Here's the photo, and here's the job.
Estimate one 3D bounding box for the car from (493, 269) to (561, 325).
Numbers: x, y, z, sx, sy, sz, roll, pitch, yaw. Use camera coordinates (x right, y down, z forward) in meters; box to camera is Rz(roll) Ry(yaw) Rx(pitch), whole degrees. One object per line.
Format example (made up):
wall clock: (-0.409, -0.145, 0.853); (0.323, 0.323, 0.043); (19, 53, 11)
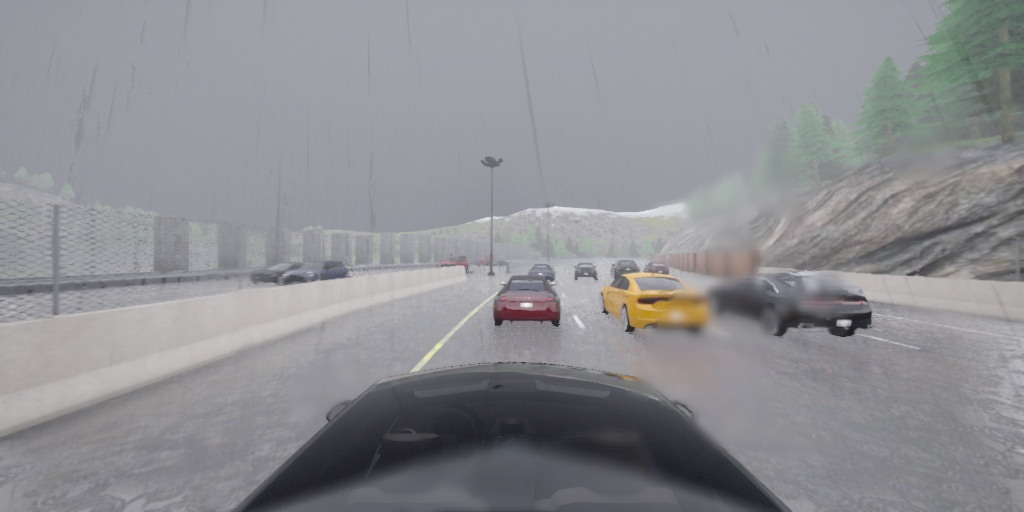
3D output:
car: (0.521, 1.315, 11.846); (1.994, 1.385, 4.181); (0, 0, 3)

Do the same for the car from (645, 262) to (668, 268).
car: (14.467, 1.310, 35.996); (1.812, 1.442, 4.674); (0, 0, 12)

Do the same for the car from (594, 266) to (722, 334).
car: (3.956, 1.237, 10.787); (1.882, 1.535, 5.008); (0, 0, 3)

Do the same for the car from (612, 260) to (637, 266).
car: (10.139, 1.126, 32.240); (2.097, 1.767, 4.553); (0, 0, 10)

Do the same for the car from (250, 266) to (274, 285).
car: (-15.968, 1.189, 25.464); (1.882, 1.535, 5.008); (0, 0, 7)

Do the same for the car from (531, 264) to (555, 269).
car: (2.433, 1.320, 28.824); (1.994, 1.385, 4.181); (0, 0, 9)

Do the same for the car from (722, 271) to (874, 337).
car: (7.433, 1.259, 10.306); (2.128, 1.511, 4.902); (0, 0, 3)

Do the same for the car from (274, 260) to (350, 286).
car: (-12.667, 1.071, 23.458); (2.097, 1.767, 4.553); (0, 0, 7)

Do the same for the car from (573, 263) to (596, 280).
car: (6.437, 1.291, 31.526); (1.812, 1.442, 4.674); (0, 0, 10)

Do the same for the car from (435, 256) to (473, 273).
car: (-6.467, 0.957, 39.463); (2.150, 2.045, 5.566); (0, 0, 12)
